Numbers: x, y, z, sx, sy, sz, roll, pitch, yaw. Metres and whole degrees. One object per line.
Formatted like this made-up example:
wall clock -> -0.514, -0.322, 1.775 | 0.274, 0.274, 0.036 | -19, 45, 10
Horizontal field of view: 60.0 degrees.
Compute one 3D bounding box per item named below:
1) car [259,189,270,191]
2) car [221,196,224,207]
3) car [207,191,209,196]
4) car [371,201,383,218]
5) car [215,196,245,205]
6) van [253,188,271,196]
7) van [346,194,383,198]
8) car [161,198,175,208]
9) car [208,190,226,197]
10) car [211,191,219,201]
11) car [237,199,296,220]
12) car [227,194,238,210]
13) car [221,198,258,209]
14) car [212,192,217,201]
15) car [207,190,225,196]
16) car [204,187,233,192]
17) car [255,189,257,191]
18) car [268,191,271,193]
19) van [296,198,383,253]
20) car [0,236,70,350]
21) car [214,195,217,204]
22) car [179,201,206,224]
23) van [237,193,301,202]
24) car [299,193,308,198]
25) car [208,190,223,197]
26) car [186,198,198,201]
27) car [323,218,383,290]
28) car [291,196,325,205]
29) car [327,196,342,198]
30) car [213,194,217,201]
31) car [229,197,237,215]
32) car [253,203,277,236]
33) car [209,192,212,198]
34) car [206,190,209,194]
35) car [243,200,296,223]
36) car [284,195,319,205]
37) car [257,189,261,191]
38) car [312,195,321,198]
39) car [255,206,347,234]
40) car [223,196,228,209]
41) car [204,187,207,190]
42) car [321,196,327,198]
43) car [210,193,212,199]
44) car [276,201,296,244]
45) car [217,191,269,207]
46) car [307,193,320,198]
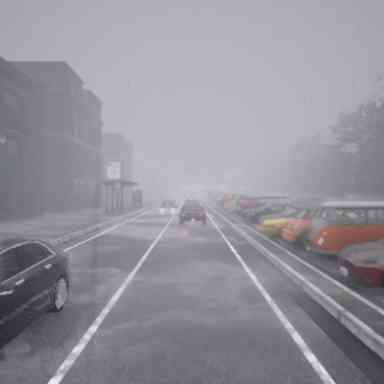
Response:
car -> 19.621, 0.739, 80.670 | 5.366, 1.575, 1.946 | 0, 2, 0
car -> 6.248, 1.510, 38.850 | 5.008, 1.535, 2.097 | 0, 0, 0
car -> 6.313, 0.995, 75.076 | 4.792, 1.488, 2.163 | 0, 2, 0
car -> 19.315, 1.558, 30.502 | 4.674, 1.452, 2.002 | 0, 0, 0
car -> 6.297, 1.466, 55.568 | 4.674, 1.452, 2.002 | 0, 1, 0
van -> 19.337, -0.023, 91.809 | 4.442, 1.987, 1.878 | -1, 3, 0
van -> 19.210, 1.286, 36.071 | 4.442, 1.987, 1.878 | 0, 0, 0
car -> -3.479, 1.551, 48.408 | 1.895, 1.301, 4.718 | 0, 0, 0
car -> 6.401, 0.362, 86.200 | 4.553, 1.767, 2.185 | 0, 3, 0
car -> 6.339, 1.213, 61.133 | 4.553, 1.767, 2.185 | 0, 1, 0
car -> 6.224, 1.523, 24.934 | 5.008, 1.535, 2.097 | 0, 0, 0
car -> 6.208, 1.390, 33.409 | 4.553, 1.767, 2.185 | 0, 0, 0
car -> 6.264, 1.545, 44.417 | 4.674, 1.452, 2.002 | 0, 0, 0
car -> 6.332, 1.261, 58.353 | 4.553, 1.767, 2.185 | 0, 1, 0
car -> 6.406, 0.376, 88.990 | 4.792, 1.488, 2.163 | 0, 3, 0
car -> 6.384, 0.495, 80.628 | 5.566, 2.045, 2.435 | 0, 2, 0
car -> 19.453, 0.517, 86.370 | 4.674, 1.452, 2.002 | 0, 3, 0
car -> 19.411, 1.049, 72.434 | 5.008, 1.535, 2.097 | 0, 2, 0
van -> 6.068, 1.300, 11.080 | 4.442, 1.987, 1.878 | 0, 0, 0
car -> -3.355, 1.510, 4.861 | 1.837, 1.490, 4.892 | 0, 0, 0
car -> 6.276, 1.481, 49.990 | 5.008, 1.535, 2.097 | 0, 0, 0
car -> 0.053, 1.605, 24.982 | 1.895, 1.301, 4.718 | 0, 0, 0
van -> 6.343, 1.295, 27.717 | 4.442, 1.987, 1.878 | 0, 0, 0
car -> 19.396, 1.204, 52.914 | 5.566, 2.045, 2.435 | 0, 1, 0
car -> 6.297, 1.015, 69.492 | 4.553, 1.767, 2.185 | 0, 2, 0
car -> -0.015, 1.474, 41.868 | 2.128, 1.511, 4.902 | 0, 0, 0
car -> 6.149, 1.555, 8.233 | 4.792, 1.488, 2.163 | 0, 0, 0
car -> 19.380, 1.422, 55.706 | 5.008, 1.535, 2.097 | 0, 1, 0
car -> 19.305, 1.258, 38.856 | 5.566, 2.045, 2.435 | 0, 0, 0
car -> 6.281, 1.458, 52.779 | 5.008, 1.535, 2.097 | 0, 1, 0
car -> 6.239, 1.520, 30.501 | 4.892, 1.521, 2.231 | 0, 0, 0
car -> 6.013, 1.523, 16.584 | 5.366, 1.575, 1.946 | 0, 0, 0
car -> 6.293, 1.244, 66.710 | 4.792, 1.488, 2.163 | 0, 1, 0
car -> 6.343, 0.862, 77.852 | 4.892, 1.521, 2.231 | 0, 2, 0
car -> 6.207, 1.524, 22.151 | 5.008, 1.535, 2.097 | 0, 0, 0
car -> 19.196, 1.379, 58.495 | 5.366, 1.575, 1.946 | 0, 1, 0
car -> 19.472, 0.646, 83.461 | 4.792, 1.488, 2.163 | 0, 3, 0
car -> 19.342, 1.503, 44.550 | 5.008, 1.535, 2.097 | 0, 0, 0
car -> 6.208, 1.566, 19.367 | 4.674, 1.452, 2.002 | 0, 0, 0
car -> 6.432, 1.510, 36.067 | 5.366, 1.575, 1.946 | 0, 0, 0
car -> 6.354, 0.235, 91.771 | 4.792, 1.488, 2.163 | 0, 3, 0
car -> 19.525, 1.503, 41.641 | 5.366, 1.575, 1.946 | 0, 0, 0
car -> 6.344, 1.310, 63.923 | 4.792, 1.488, 2.163 | 0, 1, 0
car -> 6.160, 1.400, 13.800 | 4.553, 1.767, 2.185 | 0, 0, 0
car -> 6.288, 1.256, 41.633 | 5.566, 2.045, 2.435 | 0, 0, 0
car -> 19.385, 1.370, 47.335 | 4.553, 1.767, 2.185 | 0, 0, 0
